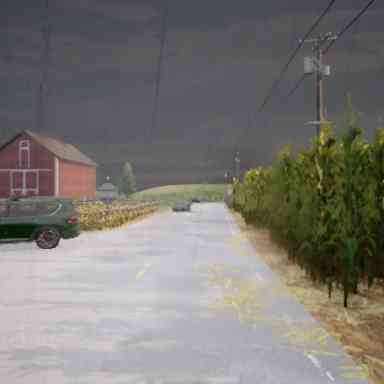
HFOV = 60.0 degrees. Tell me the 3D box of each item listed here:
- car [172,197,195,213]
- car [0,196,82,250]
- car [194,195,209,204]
[{"bbox_3d":[-1.103,1.568,37.247,1.837,1.490,4.892,0,0,4],"label":"car"},{"bbox_3d":[-7.375,1.265,13.429,5.566,2.045,2.150,-1,4,-18],"label":"car"},{"bbox_3d":[1.567,1.276,62.707,2.097,1.767,4.553,0,0,-17],"label":"car"}]
